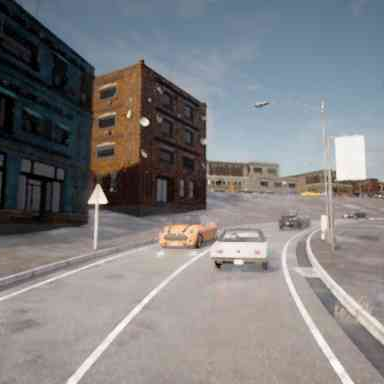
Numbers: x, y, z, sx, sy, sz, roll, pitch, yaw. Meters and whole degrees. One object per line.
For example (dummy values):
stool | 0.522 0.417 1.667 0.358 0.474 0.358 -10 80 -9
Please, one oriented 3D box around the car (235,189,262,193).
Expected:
car | 11.963 0.060 72.997 4.892 1.521 2.231 2 -6 -16

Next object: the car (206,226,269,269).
car | 2.036 2.032 12.910 1.895 1.301 4.718 -1 -2 14

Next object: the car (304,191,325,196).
car | 27.805 0.634 77.970 5.008 1.535 2.097 2 -7 -19

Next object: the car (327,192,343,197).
car | 32.998 0.733 79.854 4.553 1.767 2.185 2 -7 -20

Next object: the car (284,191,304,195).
car | 22.550 0.461 76.199 4.674 1.452 2.002 2 -7 -17

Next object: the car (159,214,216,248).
car | -0.104 2.025 18.367 2.097 1.767 4.553 -2 -3 20

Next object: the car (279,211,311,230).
car | 9.088 2.462 29.281 2.128 1.511 4.902 -4 -4 32

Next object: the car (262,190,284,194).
car | 17.258 0.226 74.547 4.892 1.521 2.231 2 -7 -16

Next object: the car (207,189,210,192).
car | 1.462 -0.368 69.951 4.553 1.767 2.185 2 -6 -16

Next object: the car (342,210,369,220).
car | 24.653 3.440 50.238 4.902 1.511 2.128 1 -6 -32

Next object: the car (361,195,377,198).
car | 43.439 1.392 83.988 4.674 1.452 2.002 3 -7 -22

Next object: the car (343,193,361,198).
car | 38.335 1.134 81.902 4.792 1.488 2.163 3 -7 -21
